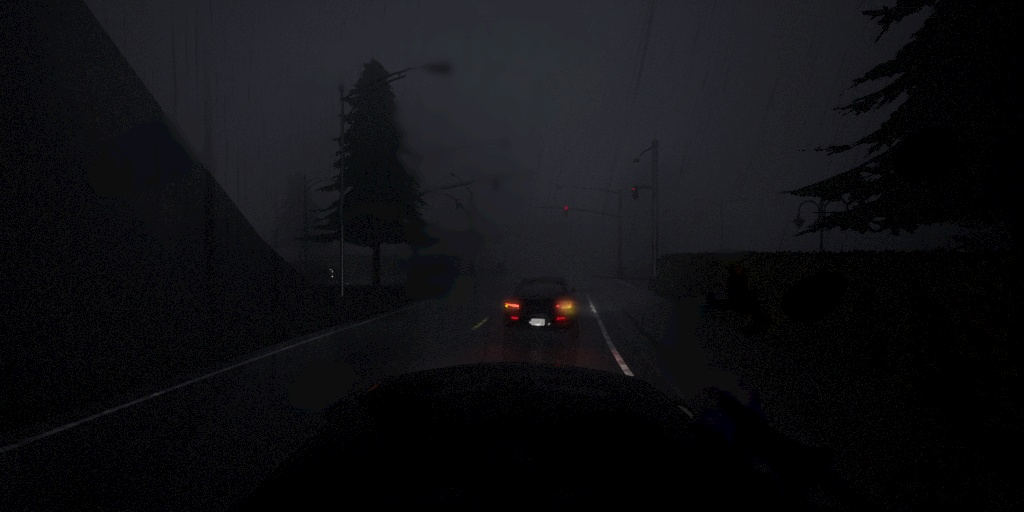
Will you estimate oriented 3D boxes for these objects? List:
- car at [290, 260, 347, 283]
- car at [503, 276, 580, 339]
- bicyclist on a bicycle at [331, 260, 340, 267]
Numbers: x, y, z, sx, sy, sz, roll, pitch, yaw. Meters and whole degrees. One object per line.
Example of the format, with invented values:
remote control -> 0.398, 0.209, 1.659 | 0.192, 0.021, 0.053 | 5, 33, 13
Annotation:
car -> -15.341, 1.102, 27.955 | 4.553, 1.767, 2.097 | 0, 0, 9
car -> 0.921, 1.276, 10.097 | 1.812, 1.442, 4.674 | 0, 0, 9
bicyclist on a bicycle -> -17.361, 1.203, 35.377 | 0.582, 1.620, 1.656 | 0, 0, 8
